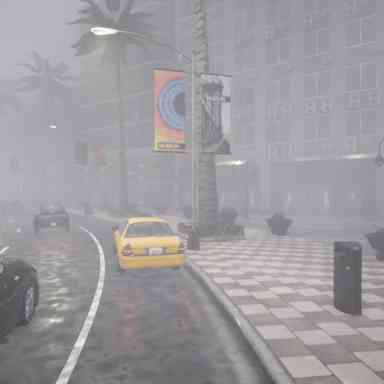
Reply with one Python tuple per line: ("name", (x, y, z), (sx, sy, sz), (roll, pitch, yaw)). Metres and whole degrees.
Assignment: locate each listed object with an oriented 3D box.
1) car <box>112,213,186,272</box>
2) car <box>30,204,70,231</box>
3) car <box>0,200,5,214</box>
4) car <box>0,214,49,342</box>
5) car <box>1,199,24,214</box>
("car", (-1.584, 1.456, 10.823), (1.801, 1.575, 5.366), (0, 0, -15))
("car", (-8.525, 1.485, 19.907), (2.128, 1.511, 4.902), (0, 0, -27))
("car", (-12.343, 1.467, 19.616), (1.882, 1.535, 5.008), (0, 0, -29))
("car", (-3.556, 1.349, 4.048), (2.097, 1.767, 4.553), (0, 0, -8))
("car", (-18.476, 1.476, 33.192), (4.902, 1.511, 2.128), (0, 0, 44))
